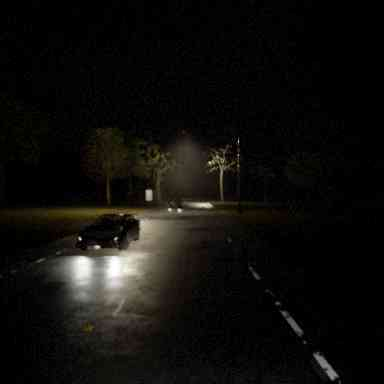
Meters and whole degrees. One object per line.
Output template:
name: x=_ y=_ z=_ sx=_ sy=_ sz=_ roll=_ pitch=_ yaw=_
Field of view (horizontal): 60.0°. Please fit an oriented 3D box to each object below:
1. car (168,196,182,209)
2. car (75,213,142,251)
car: x=-2.792 y=1.723 z=56.181 sx=2.150 sy=2.045 sz=5.566 roll=0 pitch=0 yaw=2
car: x=-3.503 y=1.685 z=15.024 sx=2.033 sy=1.411 sz=5.357 roll=0 pitch=-1 yaw=1
